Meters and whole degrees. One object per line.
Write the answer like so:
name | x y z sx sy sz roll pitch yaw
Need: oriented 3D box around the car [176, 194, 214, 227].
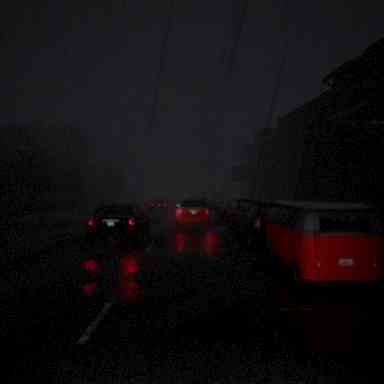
car | 0.089 1.196 21.479 2.097 1.767 4.553 0 0 0

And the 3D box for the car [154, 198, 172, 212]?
car | -3.166 1.299 34.280 2.033 1.411 5.357 0 0 0

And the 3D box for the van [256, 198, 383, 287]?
van | 3.221 1.188 9.117 1.878 1.987 4.442 0 0 0

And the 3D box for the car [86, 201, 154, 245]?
car | -3.158 1.242 15.032 2.097 1.767 4.553 0 0 0

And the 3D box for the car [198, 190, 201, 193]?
car | 3.166 0.684 75.330 2.435 2.045 5.566 0 0 0

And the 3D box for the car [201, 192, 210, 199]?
car | 3.158 0.892 81.014 1.946 1.575 5.366 0 0 0

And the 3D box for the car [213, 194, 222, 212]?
car | 3.209 1.257 30.970 2.231 1.521 4.892 0 0 0

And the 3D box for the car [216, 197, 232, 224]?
car | 3.213 1.336 25.450 2.002 1.452 4.674 0 0 0

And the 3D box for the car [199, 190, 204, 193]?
car | 3.175 0.978 69.648 2.231 1.521 4.892 0 0 0

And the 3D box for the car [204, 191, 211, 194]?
car | 3.202 1.011 47.521 2.185 1.767 4.553 0 0 0

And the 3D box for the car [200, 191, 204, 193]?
car | 3.180 1.018 64.122 2.231 1.521 4.892 0 0 0

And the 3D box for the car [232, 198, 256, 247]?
car | 3.218 1.249 14.495 2.185 1.767 4.553 0 0 0
